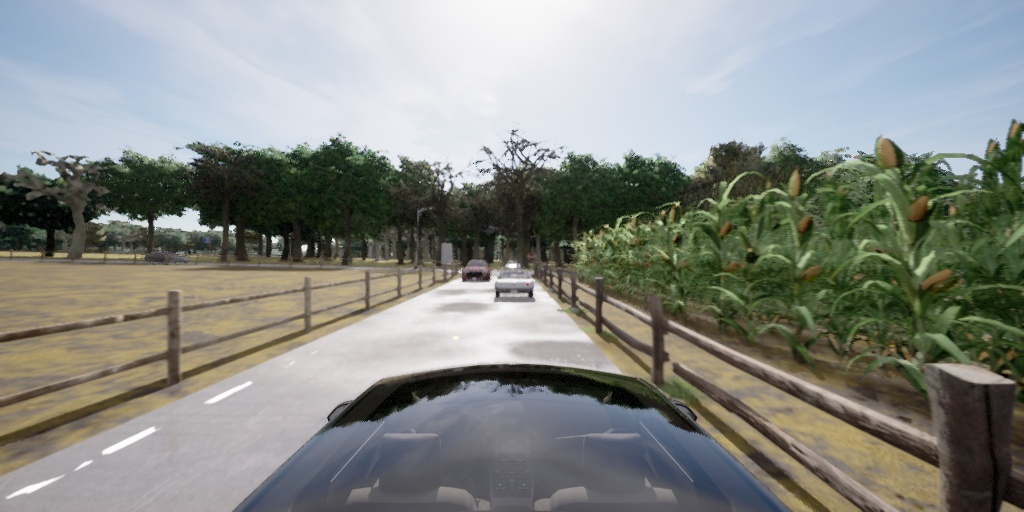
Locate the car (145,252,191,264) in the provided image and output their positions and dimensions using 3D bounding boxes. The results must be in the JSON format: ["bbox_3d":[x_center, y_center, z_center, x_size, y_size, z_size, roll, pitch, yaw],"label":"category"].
[{"bbox_3d":[-43.617,0.224,45.533,4.902,1.511,2.128,1,0,1],"label":"car"}]

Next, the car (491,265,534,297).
[{"bbox_3d":[0.103,1.343,18.703,1.895,1.301,4.718,0,0,0],"label":"car"}]

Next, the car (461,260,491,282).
[{"bbox_3d":[-2.800,1.091,29.062,2.097,1.767,4.553,0,0,0],"label":"car"}]

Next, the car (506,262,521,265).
[{"bbox_3d":[0.130,1.286,32.751,2.033,1.411,5.357,0,0,1],"label":"car"}]
